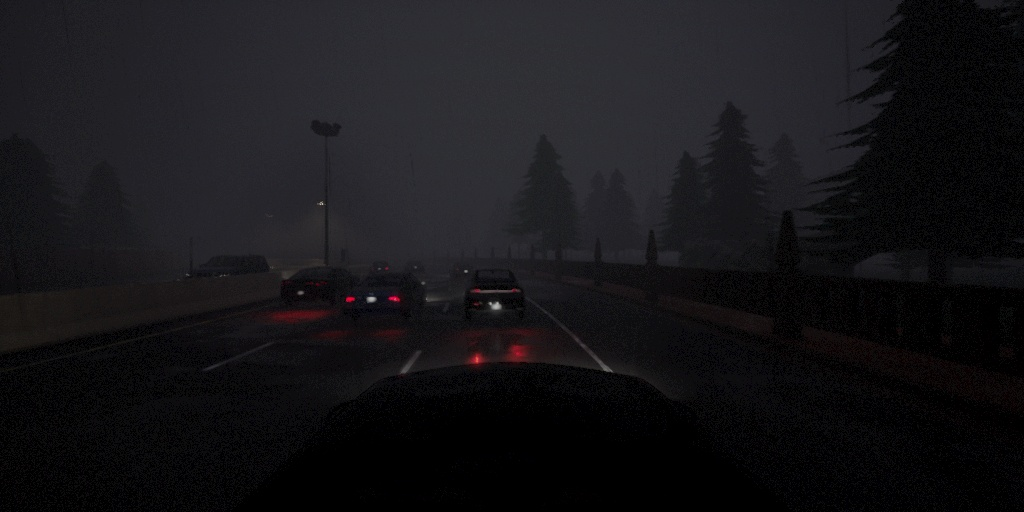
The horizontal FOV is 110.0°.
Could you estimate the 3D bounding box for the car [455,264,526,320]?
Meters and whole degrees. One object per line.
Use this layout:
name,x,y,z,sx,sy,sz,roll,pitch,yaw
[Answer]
car,-0.663,1.189,12.380,2.128,1.511,4.902,0,0,-5

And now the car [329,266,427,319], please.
car,-4.214,1.258,12.605,2.033,1.411,5.357,0,0,-6

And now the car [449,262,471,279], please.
car,-4.228,1.182,30.681,1.994,1.385,4.181,0,0,-16

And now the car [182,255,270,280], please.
car,-16.047,0.958,20.609,2.150,2.045,5.566,0,0,-12

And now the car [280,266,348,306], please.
car,-8.150,1.187,15.755,1.882,1.535,5.008,0,1,-7

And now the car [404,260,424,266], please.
car,-10.760,1.163,39.178,1.994,1.385,4.181,0,0,-21

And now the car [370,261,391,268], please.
car,-12.553,1.179,34.151,2.033,1.411,5.357,0,0,-19
